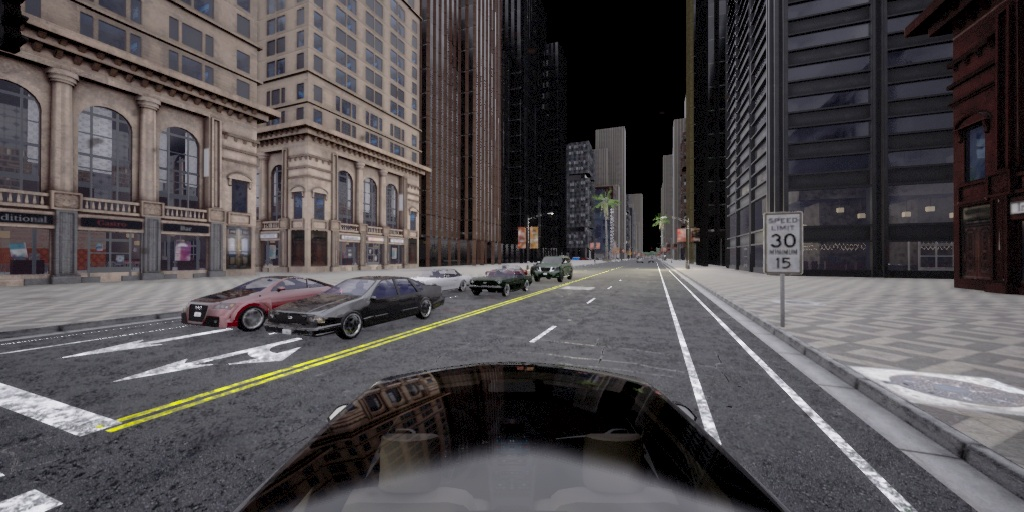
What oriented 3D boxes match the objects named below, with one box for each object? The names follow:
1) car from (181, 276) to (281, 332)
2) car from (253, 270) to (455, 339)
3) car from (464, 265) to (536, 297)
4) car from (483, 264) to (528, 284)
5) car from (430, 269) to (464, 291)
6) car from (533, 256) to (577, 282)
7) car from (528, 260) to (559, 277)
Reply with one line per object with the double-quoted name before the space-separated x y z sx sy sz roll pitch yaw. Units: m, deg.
"car" -7.313 1.315 11.034 1.994 1.385 4.181 0 0 22
"car" -4.042 1.299 10.471 2.033 1.411 5.357 0 0 22
"car" -0.488 1.357 19.377 1.895 1.301 4.718 0 0 22
"car" -0.376 1.363 28.424 1.895 1.301 4.718 0 0 22
"car" -4.070 1.356 19.173 1.895 1.301 4.718 0 0 22
"car" 3.481 0.986 29.310 2.150 2.045 5.566 0 0 22
"car" 3.443 1.250 37.889 1.882 1.535 5.008 0 0 22
